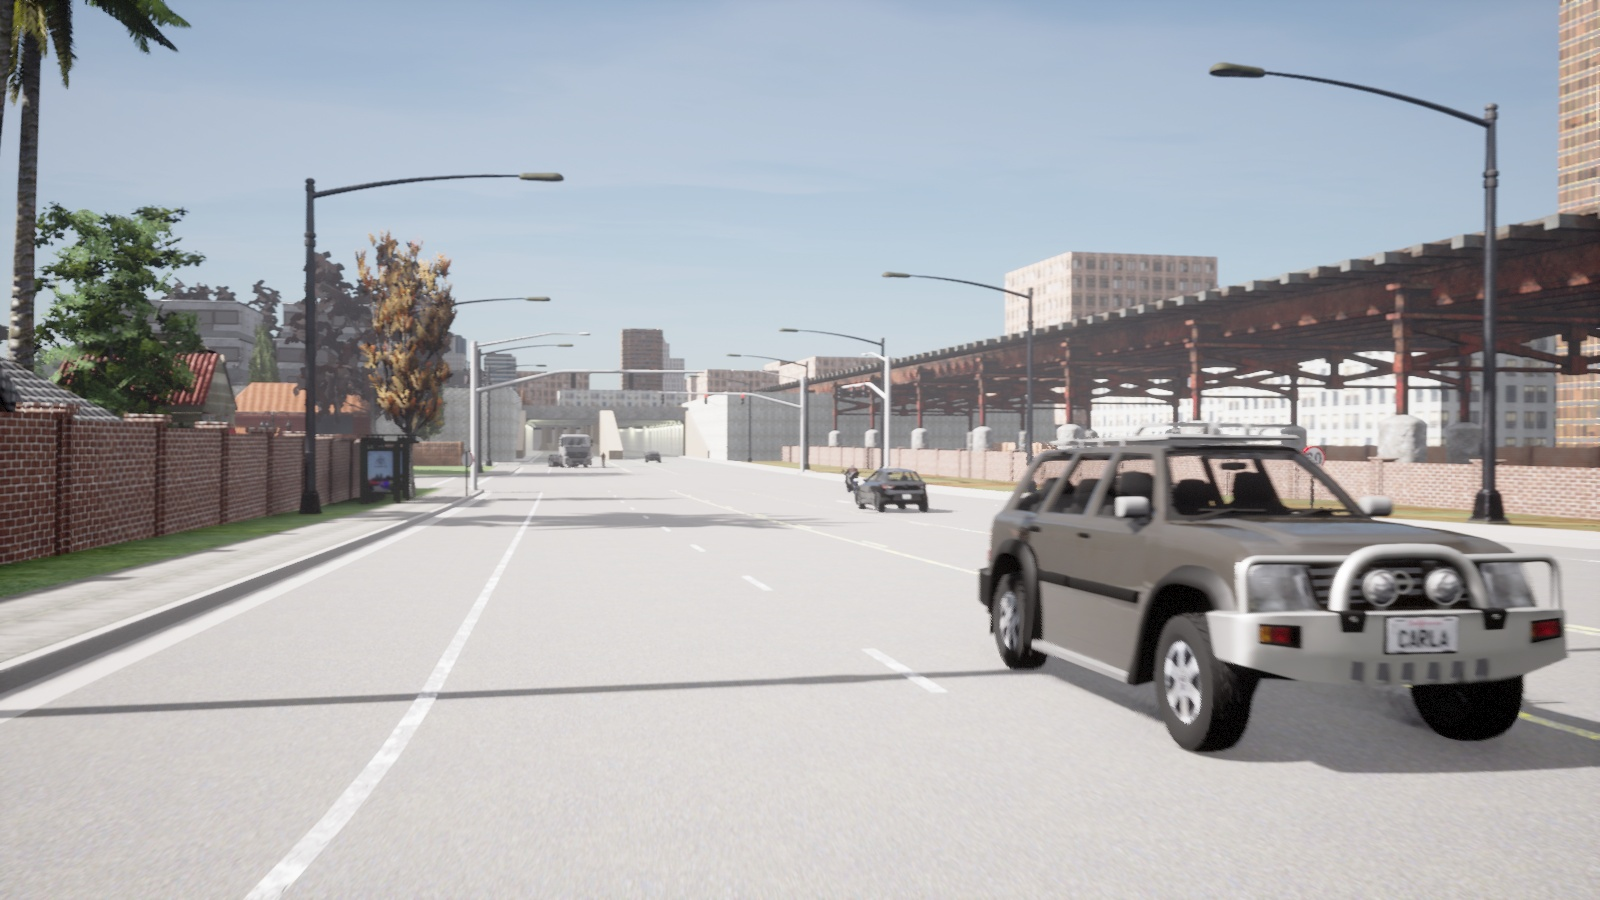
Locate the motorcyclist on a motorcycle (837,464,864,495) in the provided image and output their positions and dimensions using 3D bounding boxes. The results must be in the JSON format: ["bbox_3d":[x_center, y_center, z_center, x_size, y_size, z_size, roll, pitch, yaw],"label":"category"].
[{"bbox_3d":[2.602,1.518,64.912,0.866,1.530,2.191,0,1,-11],"label":"motorcyclist on a motorcycle"}]

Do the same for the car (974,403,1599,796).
[{"bbox_3d":[2.805,0.740,8.373,1.932,1.855,4.605,0,-1,-10],"label":"car"}]

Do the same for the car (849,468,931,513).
[{"bbox_3d":[3.092,1.367,43.946,1.816,1.474,4.193,0,-1,-11],"label":"car"}]
